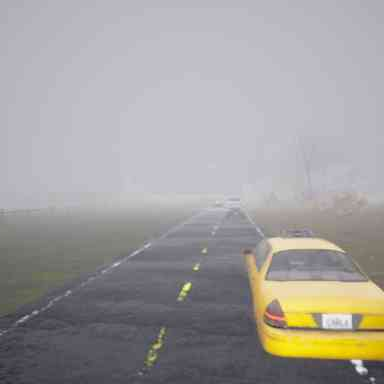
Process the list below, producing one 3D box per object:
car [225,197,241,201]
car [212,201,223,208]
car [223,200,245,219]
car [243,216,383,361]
[{"bbox_3d":[5.451,1.610,42.856,2.150,2.045,5.566,-1,-1,7],"label":"car"},{"bbox_3d":[4.628,2.197,59.076,1.895,1.301,4.718,-1,-1,7],"label":"car"},{"bbox_3d":[4.262,1.819,32.562,1.812,1.442,4.674,-1,-1,7],"label":"car"},{"bbox_3d":[1.981,1.490,6.380,1.801,1.575,5.366,-1,-1,7],"label":"car"}]
